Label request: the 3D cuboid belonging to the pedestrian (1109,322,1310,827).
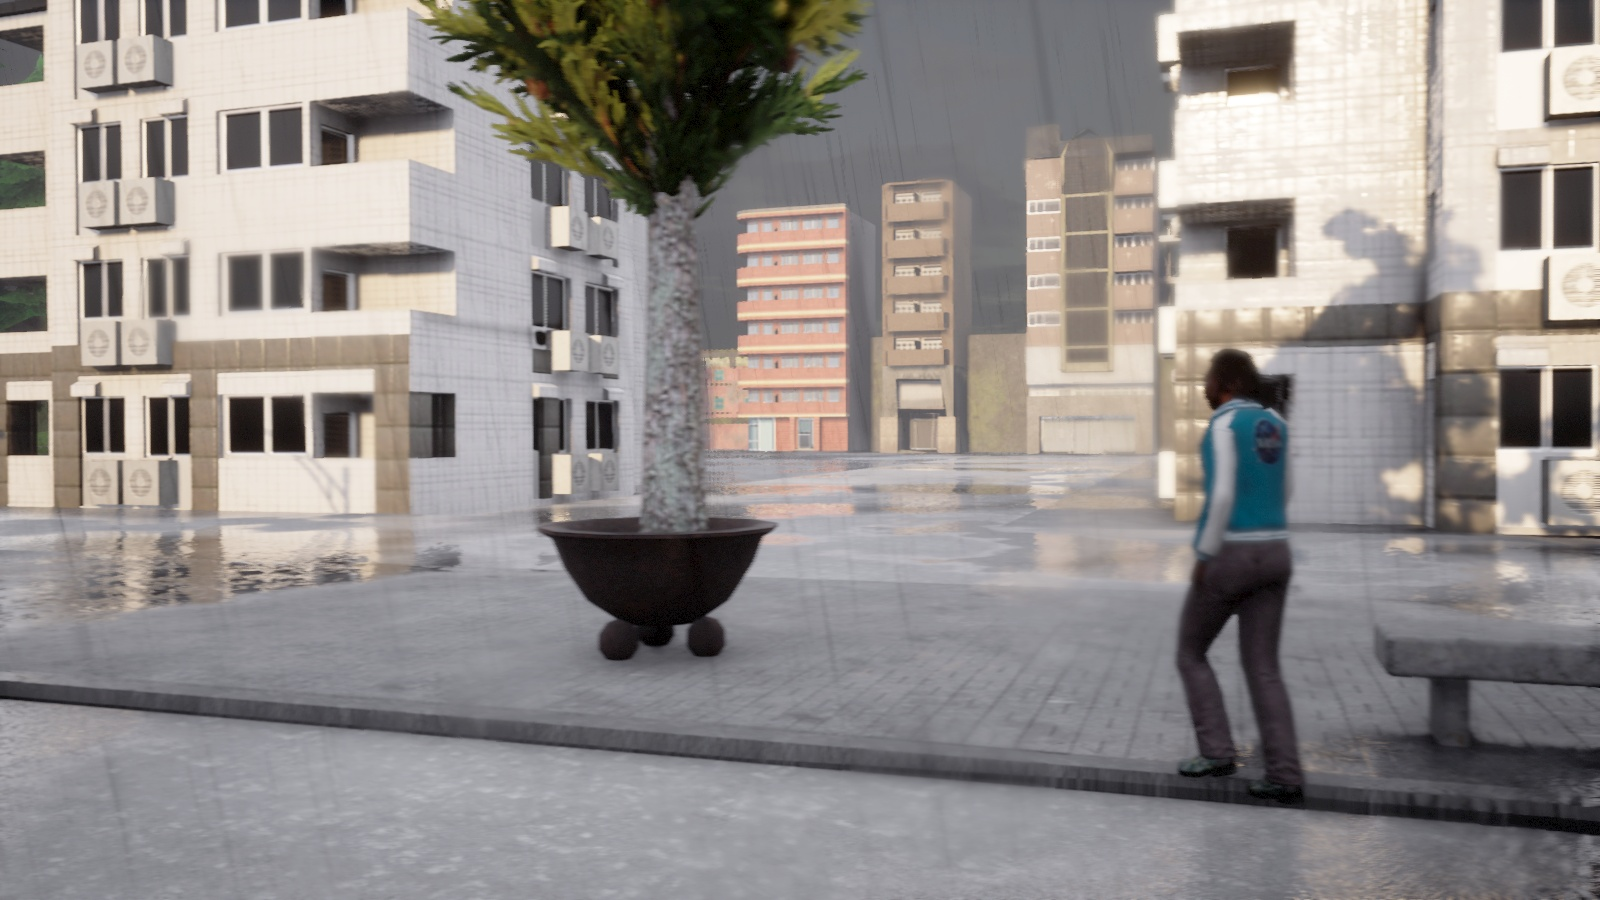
[{"bbox_3d":[1.673,0.472,5.186,0.396,1.930,0.692,0,1,-28],"label":"pedestrian"}]
